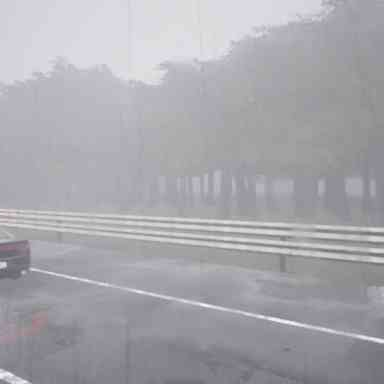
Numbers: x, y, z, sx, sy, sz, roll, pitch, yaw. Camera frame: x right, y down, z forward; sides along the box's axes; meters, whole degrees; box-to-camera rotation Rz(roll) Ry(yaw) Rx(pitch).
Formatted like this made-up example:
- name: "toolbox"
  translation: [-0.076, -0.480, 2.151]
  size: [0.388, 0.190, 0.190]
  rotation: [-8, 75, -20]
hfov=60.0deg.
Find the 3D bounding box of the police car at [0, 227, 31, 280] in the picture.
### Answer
- name: "police car"
  translation: [-6.435, 1.449, 8.873]
  size: [5.238, 1.638, 1.930]
  rotation: [0, 0, 33]
